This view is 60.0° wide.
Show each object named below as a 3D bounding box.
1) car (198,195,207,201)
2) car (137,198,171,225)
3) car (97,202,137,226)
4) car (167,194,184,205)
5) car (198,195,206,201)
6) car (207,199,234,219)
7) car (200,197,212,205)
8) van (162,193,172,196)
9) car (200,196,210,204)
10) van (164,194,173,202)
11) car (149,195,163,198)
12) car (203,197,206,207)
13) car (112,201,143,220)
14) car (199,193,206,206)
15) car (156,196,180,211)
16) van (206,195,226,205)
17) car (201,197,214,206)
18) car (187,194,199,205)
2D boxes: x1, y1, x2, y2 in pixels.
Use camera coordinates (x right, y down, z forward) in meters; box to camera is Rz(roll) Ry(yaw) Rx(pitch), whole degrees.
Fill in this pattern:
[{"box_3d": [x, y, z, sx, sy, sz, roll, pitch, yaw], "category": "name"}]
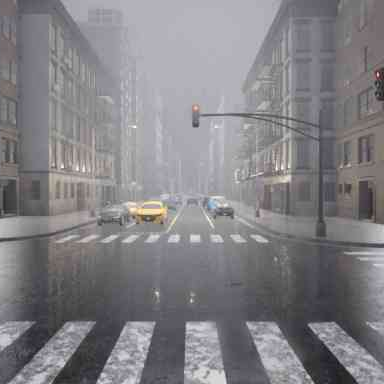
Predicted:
[{"box_3d": [2.601, 1.539, 82.907, 1.887, 1.381, 4.507, 0, 0, 0], "category": "car"}, {"box_3d": [-2.868, 1.475, 24.347, 1.882, 1.535, 5.008, 0, 0, 0], "category": "car"}, {"box_3d": [-5.405, 1.549, 23.432, 2.008, 1.369, 4.403, 0, 0, 0], "category": "car"}, {"box_3d": [-2.792, 1.562, 57.958, 1.994, 1.385, 4.181, 0, 0, 0], "category": "car"}, {"box_3d": [2.599, 1.560, 88.313, 1.947, 1.339, 4.313, 0, 0, 0], "category": "car"}, {"box_3d": [2.621, 1.548, 28.844, 2.008, 1.369, 4.403, 0, 0, 0], "category": "car"}, {"box_3d": [2.609, 1.546, 61.282, 2.008, 1.369, 4.403, 0, 0, 0], "category": "car"}, {"box_3d": [-5.472, 1.336, 66.681, 1.690, 1.788, 3.998, 0, 0, 0], "category": "van"}, {"box_3d": [2.607, 1.521, 66.857, 1.752, 1.417, 4.829, 0, 0, 0], "category": "car"}, {"box_3d": [-5.489, 1.336, 77.494, 1.690, 1.788, 3.998, 0, 0, 0], "category": "van"}, {"box_3d": [-5.439, 1.436, 45.057, 1.967, 1.590, 4.097, 0, 0, 0], "category": "car"}, {"box_3d": [2.617, 1.578, 39.657, 1.802, 1.307, 4.206, 0, 0, 0], "category": "car"}, {"box_3d": [-5.414, 1.523, 28.668, 1.752, 1.417, 4.829, 0, 0, 0], "category": "car"}, {"box_3d": [2.613, 1.311, 50.469, 2.192, 1.841, 5.009, 0, 0, 0], "category": "car"}, {"box_3d": [-2.870, 1.544, 40.351, 2.033, 1.411, 5.357, 0, 0, 0], "category": "car"}, {"box_3d": [2.619, 1.338, 34.251, 1.690, 1.788, 3.998, 0, 0, 0], "category": "van"}, {"box_3d": [2.611, 1.561, 55.876, 1.947, 1.339, 4.313, 0, 0, 0], "category": "car"}, {"box_3d": [0.063, 1.500, 57.005, 1.837, 1.490, 4.892, 0, 0, 0], "category": "car"}]
